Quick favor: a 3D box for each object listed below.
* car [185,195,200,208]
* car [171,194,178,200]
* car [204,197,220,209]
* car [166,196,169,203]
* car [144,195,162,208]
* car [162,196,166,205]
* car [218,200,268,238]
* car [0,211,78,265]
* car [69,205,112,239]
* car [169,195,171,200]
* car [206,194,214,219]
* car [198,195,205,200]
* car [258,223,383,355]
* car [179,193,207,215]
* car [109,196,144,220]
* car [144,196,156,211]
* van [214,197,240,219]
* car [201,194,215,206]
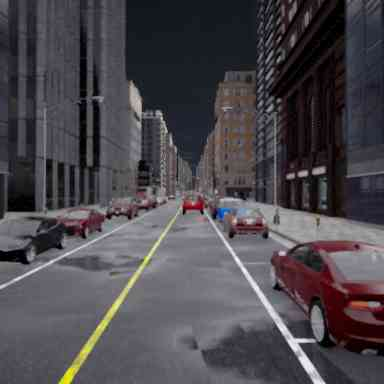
[{"bbox_3d":[0.095,1.362,47.858,2.097,1.767,4.553,0,0,0],"label":"car"},{"bbox_3d":[-5.859,1.577,95.055,1.887,1.381,4.507,1,0,0],"label":"car"},{"bbox_3d":[2.673,1.449,45.529,1.967,1.590,4.097,1,0,0],"label":"car"},{"bbox_3d":[-5.855,1.561,62.410,1.887,1.381,4.507,1,0,0],"label":"car"},{"bbox_3d":[-5.852,1.324,45.537,2.192,1.841,5.009,1,0,0],"label":"car"},{"bbox_3d":[-5.855,1.539,56.616,1.752,1.417,4.829,1,0,0],"label":"car"},{"bbox_3d":[2.675,1.441,17.407,1.967,1.590,4.097,1,0,0],"label":"car"},{"bbox_3d":[-5.851,1.566,11.789,1.947,1.339,4.313,1,0,0],"label":"car"},{"bbox_3d":[-5.851,1.545,17.414,1.887,1.381,4.507,1,0,0],"label":"car"},{"bbox_3d":[-5.856,1.544,67.865,1.752,1.417,4.829,1,0,0],"label":"car"},{"bbox_3d":[2.675,1.318,28.656,2.192,1.841,5.009,1,0,0],"label":"car"},{"bbox_3d":[2.667,1.615,95.046,1.802,1.307,4.206,1,0,0],"label":"car"},{"bbox_3d":[2.675,1.545,6.159,1.887,1.381,4.507,1,0,0],"label":"car"},{"bbox_3d":[0.099,1.228,34.802,2.150,2.045,5.566,0,0,0],"label":"car"},{"bbox_3d":[-5.850,1.318,28.663,2.192,1.841,5.009,1,0,0],"label":"car"},{"bbox_3d":[-5.853,1.551,39.912,1.887,1.381,4.507,1,0,0],"label":"car"},{"bbox_3d":[2.676,1.343,23.032,1.690,1.788,3.998,1,0,0],"label":"van"},{"bbox_3d":[2.673,1.329,56.778,2.192,1.841,5.009,1,0,0],"label":"car"}]
